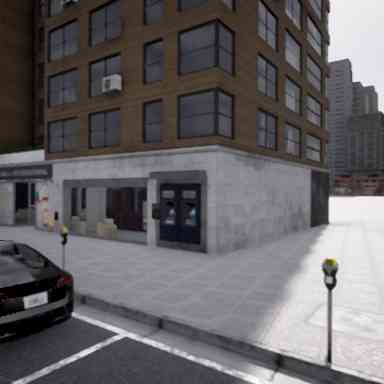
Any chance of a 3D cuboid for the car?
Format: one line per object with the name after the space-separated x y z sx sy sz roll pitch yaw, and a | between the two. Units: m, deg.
-3.854 1.519 5.818 4.313 1.339 1.947 1 0 35 | car
